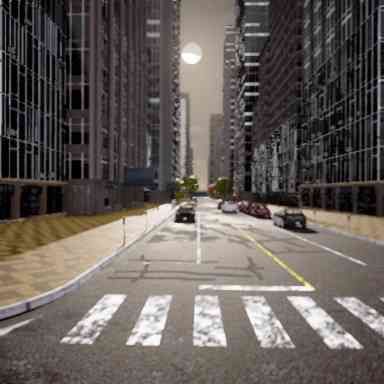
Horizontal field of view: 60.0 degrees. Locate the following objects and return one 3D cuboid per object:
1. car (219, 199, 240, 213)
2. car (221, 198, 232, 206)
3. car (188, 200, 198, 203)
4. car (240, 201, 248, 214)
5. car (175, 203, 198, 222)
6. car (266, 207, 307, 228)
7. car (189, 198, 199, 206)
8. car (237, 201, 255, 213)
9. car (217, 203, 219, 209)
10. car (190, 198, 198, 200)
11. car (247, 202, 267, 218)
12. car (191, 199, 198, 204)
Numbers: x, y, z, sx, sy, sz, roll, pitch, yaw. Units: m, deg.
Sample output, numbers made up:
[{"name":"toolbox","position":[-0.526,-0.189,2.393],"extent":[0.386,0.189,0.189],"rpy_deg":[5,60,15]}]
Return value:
[{"name":"car","position":[5.217,2.115,46.800],"extent":[1.812,1.442,4.674],"rpy_deg":[0,-1,1]},{"name":"car","position":[8.352,2.353,81.124],"extent":[2.192,1.841,5.009],"rpy_deg":[-1,-1,1]},{"name":"car","position":[-0.317,2.022,41.558],"extent":[1.752,1.417,4.829],"rpy_deg":[0,-1,1]},{"name":"car","position":[7.533,2.081,41.592],"extent":[1.887,1.381,4.507],"rpy_deg":[-1,-1,1]},{"name":"car","position":[-0.548,1.925,30.434],"extent":[1.947,1.339,4.313],"rpy_deg":[0,-1,1]},{"name":"car","position":[7.181,1.879,24.650],"extent":[2.008,1.369,4.403],"rpy_deg":[-1,-1,1]},{"name":"car","position":[0.389,2.242,75.612],"extent":[2.192,1.841,5.009],"rpy_deg":[-1,-1,1]},{"name":"car","position":[7.649,2.047,47.240],"extent":[1.967,1.590,4.097],"rpy_deg":[-1,-1,1]},{"name":"car","position":[5.420,2.278,56.719],"extent":[1.994,1.385,4.181],"rpy_deg":[0,-1,1]},{"name":"car","position":[0.274,2.405,69.962],"extent":[2.008,1.369,4.403],"rpy_deg":[-1,-1,1]},{"name":"car","position":[7.415,2.048,35.944],"extent":[1.802,1.307,4.206],"rpy_deg":[-1,-1,1]},{"name":"car","position":[0.744,2.729,92.549],"extent":[1.802,1.307,4.206],"rpy_deg":[-1,-1,1]}]
